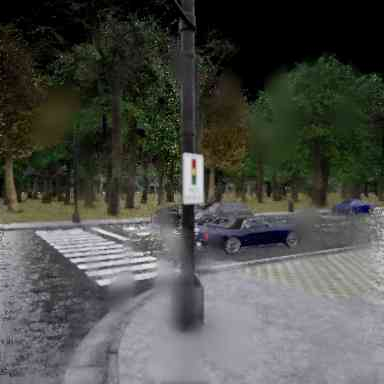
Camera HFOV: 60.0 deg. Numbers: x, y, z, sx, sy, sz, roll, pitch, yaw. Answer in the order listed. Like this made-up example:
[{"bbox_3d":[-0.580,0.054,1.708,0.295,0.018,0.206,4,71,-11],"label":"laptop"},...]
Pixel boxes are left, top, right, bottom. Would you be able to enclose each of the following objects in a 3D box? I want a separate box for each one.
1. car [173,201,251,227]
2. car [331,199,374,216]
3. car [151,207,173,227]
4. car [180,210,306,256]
[{"bbox_3d":[1.541,1.338,19.982,4.553,1.767,2.097,0,0,-31],"label":"car"},{"bbox_3d":[15.687,1.456,32.449,5.008,1.535,1.882,0,0,-31],"label":"car"},{"bbox_3d":[-0.374,1.486,22.621,4.902,1.511,2.128,0,0,-31],"label":"car"},{"bbox_3d":[2.168,1.566,12.961,4.718,1.301,1.895,0,0,-30],"label":"car"}]
